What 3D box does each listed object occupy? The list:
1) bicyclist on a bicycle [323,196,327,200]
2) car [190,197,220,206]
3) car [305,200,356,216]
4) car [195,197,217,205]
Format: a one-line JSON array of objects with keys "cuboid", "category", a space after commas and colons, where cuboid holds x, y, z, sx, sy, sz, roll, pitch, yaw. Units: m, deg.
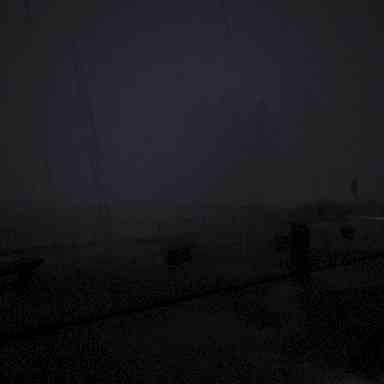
[{"cuboid": [16.603, 1.349, 41.360, 1.656, 1.620, 0.582, 0, 0, -35], "category": "bicyclist on a bicycle"}, {"cuboid": [2.007, 1.547, 54.553, 2.033, 1.411, 5.357, 0, 0, -35], "category": "car"}, {"cuboid": [13.112, 1.491, 31.752, 2.128, 1.511, 4.902, 0, 0, -35], "category": "car"}, {"cuboid": [1.718, 1.526, 47.889, 1.812, 1.442, 4.674, 0, 0, -35], "category": "car"}]
